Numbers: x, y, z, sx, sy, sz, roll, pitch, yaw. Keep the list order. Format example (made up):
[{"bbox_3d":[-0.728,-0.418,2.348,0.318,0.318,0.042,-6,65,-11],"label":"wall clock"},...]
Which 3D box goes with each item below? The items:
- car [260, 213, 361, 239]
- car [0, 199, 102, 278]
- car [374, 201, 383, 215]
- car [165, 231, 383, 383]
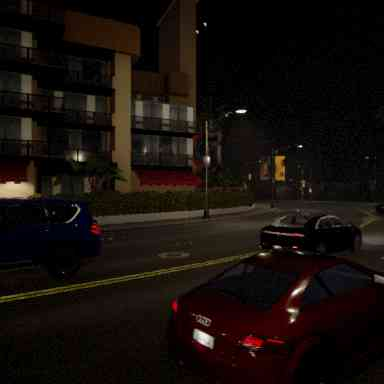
[{"bbox_3d":[4.346,1.486,11.801,4.902,1.511,2.128,0,0,-44],"label":"car"},{"bbox_3d":[-5.143,1.213,8.522,5.566,2.045,2.150,0,0,-37],"label":"car"},{"bbox_3d":[19.729,1.588,33.669,1.895,1.301,4.718,0,0,23],"label":"car"},{"bbox_3d":[1.685,1.562,4.884,4.181,1.385,1.994,0,0,-39],"label":"car"}]
